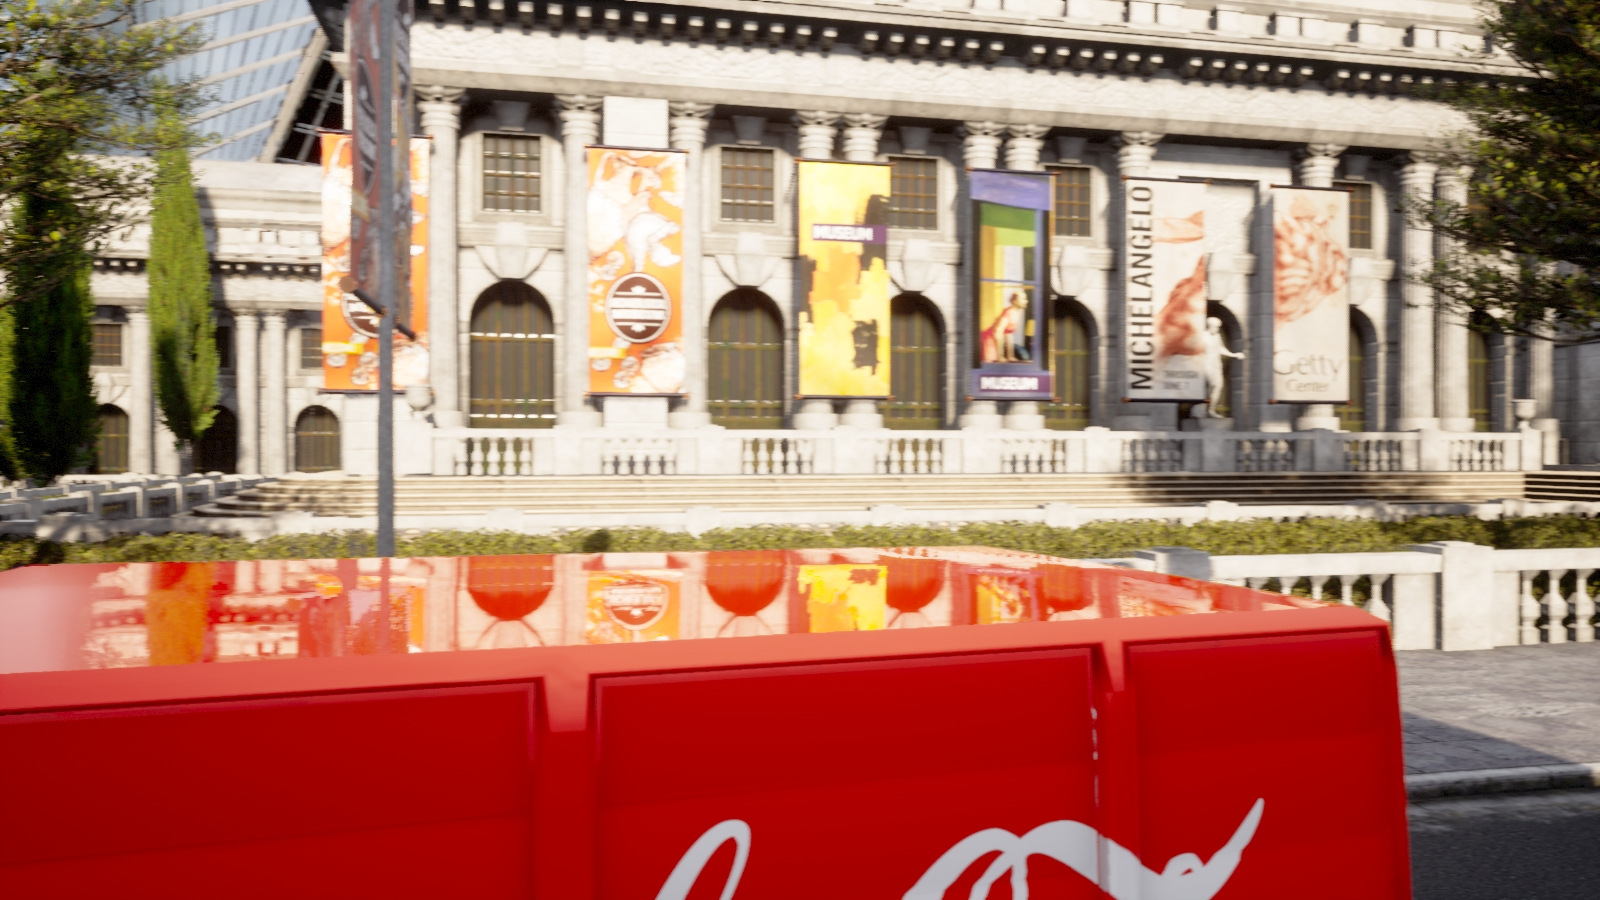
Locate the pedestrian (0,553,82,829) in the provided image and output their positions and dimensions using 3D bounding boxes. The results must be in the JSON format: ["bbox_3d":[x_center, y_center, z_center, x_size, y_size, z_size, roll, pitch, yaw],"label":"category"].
[{"bbox_3d":[-5.374,1.682,8.104,0.375,1.860,0.375,0,0,-13],"label":"pedestrian"}]

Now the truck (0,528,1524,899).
[{"bbox_3d":[-1.366,1.563,2.792,5.204,2.467,2.627,0,0,-19],"label":"truck"}]
